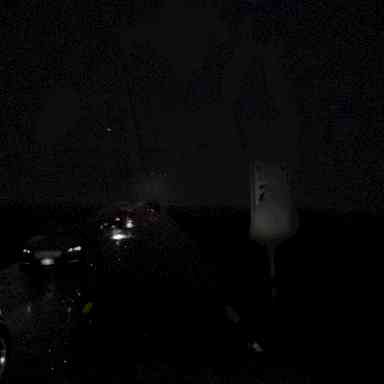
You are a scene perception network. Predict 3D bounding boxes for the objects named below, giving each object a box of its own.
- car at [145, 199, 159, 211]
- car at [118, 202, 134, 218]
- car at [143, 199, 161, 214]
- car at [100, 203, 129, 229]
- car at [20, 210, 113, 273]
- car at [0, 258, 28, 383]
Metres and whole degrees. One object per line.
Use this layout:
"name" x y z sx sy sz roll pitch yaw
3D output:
"car" -5.973 1.860 49.404 1.837 1.490 4.892 -1 0 -7
"car" -6.907 1.746 33.535 1.882 1.535 5.008 -1 0 -7
"car" -4.667 1.758 39.006 1.837 1.490 4.892 -1 0 -7
"car" -5.600 1.716 22.852 1.812 1.442 4.674 -1 0 -7
"car" -4.166 1.615 11.317 2.128 1.511 4.902 -1 0 -7
"car" -3.031 1.635 2.342 1.994 1.385 4.181 -1 0 -6
